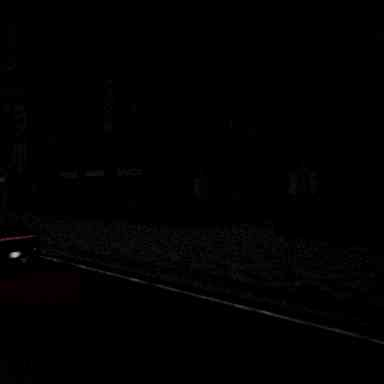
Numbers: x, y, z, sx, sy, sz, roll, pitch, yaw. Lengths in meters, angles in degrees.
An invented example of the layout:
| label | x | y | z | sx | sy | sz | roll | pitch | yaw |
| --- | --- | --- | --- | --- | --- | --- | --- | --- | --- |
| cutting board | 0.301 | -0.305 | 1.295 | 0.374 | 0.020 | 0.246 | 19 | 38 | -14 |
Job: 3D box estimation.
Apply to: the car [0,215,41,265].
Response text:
| label | x | y | z | sx | sy | sz | roll | pitch | yaw |
| --- | --- | --- | --- | --- | --- | --- | --- | --- | --- |
| car | -6.668 | 1.490 | 10.581 | 4.902 | 1.511 | 2.128 | 0 | 0 | 39 |
